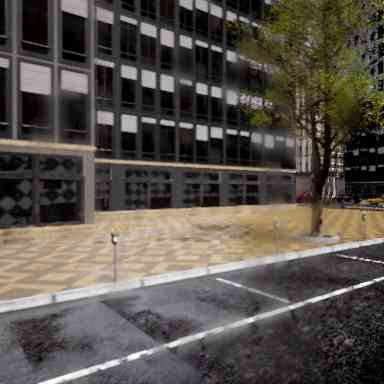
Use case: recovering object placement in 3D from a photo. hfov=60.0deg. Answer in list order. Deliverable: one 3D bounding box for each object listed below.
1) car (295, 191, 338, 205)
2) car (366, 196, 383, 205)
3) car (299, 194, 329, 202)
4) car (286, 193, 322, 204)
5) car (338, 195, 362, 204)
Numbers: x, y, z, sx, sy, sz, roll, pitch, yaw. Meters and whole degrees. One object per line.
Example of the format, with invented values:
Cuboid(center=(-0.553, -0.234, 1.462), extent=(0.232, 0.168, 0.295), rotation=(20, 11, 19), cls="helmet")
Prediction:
Cuboid(center=(16.437, 0.829, 44.925), extent=(2.192, 1.841, 5.009), rotation=(1, 0, -36), cls="car")
Cuboid(center=(26.477, 1.113, 45.533), extent=(1.752, 1.417, 4.829), rotation=(1, 0, -36), cls="car")
Cuboid(center=(19.876, 0.962, 54.415), extent=(1.802, 1.307, 4.206), rotation=(1, 0, -36), cls="car")
Cuboid(center=(16.519, 0.950, 49.342), extent=(1.837, 1.490, 4.892), rotation=(0, 1, -36), cls="car")
Cuboid(center=(23.192, 1.052, 49.878), extent=(1.947, 1.339, 4.313), rotation=(1, 0, -36), cls="car")
